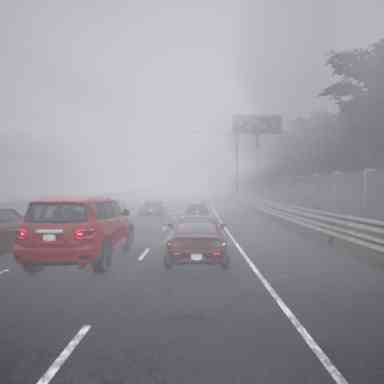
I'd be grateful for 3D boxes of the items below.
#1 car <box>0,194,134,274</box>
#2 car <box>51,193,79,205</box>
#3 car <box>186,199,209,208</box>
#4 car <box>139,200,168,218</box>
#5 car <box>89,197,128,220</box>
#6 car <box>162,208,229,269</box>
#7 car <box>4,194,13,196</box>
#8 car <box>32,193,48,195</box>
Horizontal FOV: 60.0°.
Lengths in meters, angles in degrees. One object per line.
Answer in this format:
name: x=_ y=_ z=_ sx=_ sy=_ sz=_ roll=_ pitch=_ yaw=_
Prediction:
car: x=-3.352 y=1.163 z=10.567 sx=2.150 sy=2.045 sz=5.566 roll=0 pitch=0 yaw=1
car: x=-16.722 y=0.939 z=44.030 sx=1.994 sy=1.385 sz=4.181 roll=0 pitch=1 yaw=2
car: x=0.441 y=1.263 z=27.462 sx=1.812 sy=1.442 sz=4.674 roll=0 pitch=1 yaw=1
car: x=-3.069 y=1.305 z=27.125 sx=1.994 sy=1.385 sz=4.181 roll=0 pitch=1 yaw=2
car: x=-6.578 y=1.249 z=26.827 sx=1.837 sy=1.490 sz=4.892 roll=0 pitch=1 yaw=1
car: x=0.151 y=1.469 z=10.808 sx=1.812 sy=1.442 sz=4.674 roll=0 pitch=1 yaw=1
car: x=-23.755 y=0.991 z=43.372 sx=1.895 sy=1.301 sz=4.718 roll=0 pitch=1 yaw=2
car: x=-20.220 y=0.850 z=44.103 sx=1.882 sy=1.535 sz=5.008 roll=0 pitch=1 yaw=2
